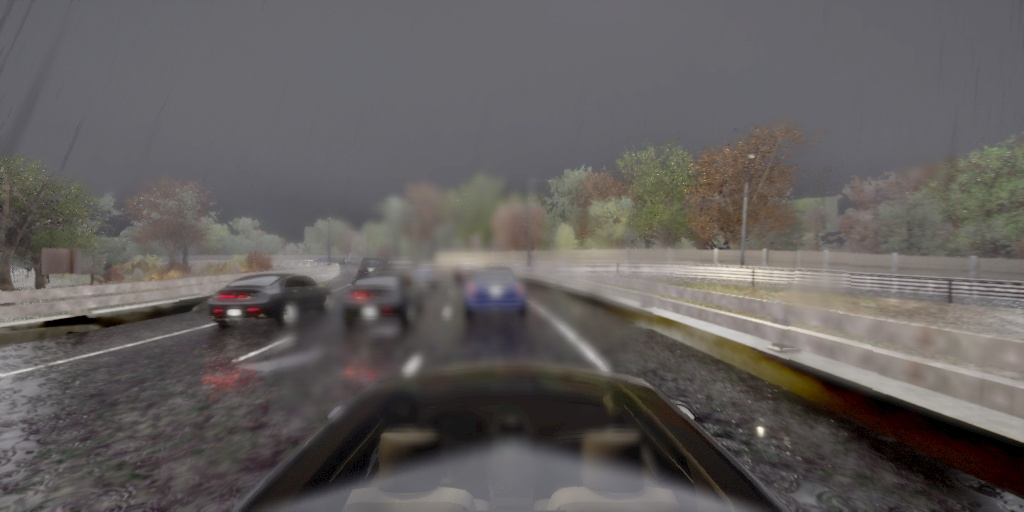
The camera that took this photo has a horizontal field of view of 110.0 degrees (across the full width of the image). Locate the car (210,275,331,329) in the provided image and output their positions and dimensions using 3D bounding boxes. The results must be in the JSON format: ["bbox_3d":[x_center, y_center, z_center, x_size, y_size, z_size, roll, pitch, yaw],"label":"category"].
[{"bbox_3d":[-7.557,1.355,11.885,1.837,1.490,4.892,0,-2,-6],"label":"car"}]

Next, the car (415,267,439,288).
[{"bbox_3d":[-6.218,1.476,25.586,2.033,1.411,5.357,0,0,-12],"label":"car"}]

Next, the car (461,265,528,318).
[{"bbox_3d":[-0.722,1.176,13.567,2.097,1.767,4.553,0,0,-6],"label":"car"}]

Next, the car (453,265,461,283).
[{"bbox_3d":[-3.900,1.472,30.834,1.812,1.442,4.674,0,0,-14],"label":"car"}]

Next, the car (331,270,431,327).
[{"bbox_3d":[-4.044,1.335,11.991,1.837,1.490,4.892,0,-2,-6],"label":"car"}]

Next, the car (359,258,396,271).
[{"bbox_3d":[-10.255,1.187,27.461,2.150,2.045,5.566,0,0,-14],"label":"car"}]
